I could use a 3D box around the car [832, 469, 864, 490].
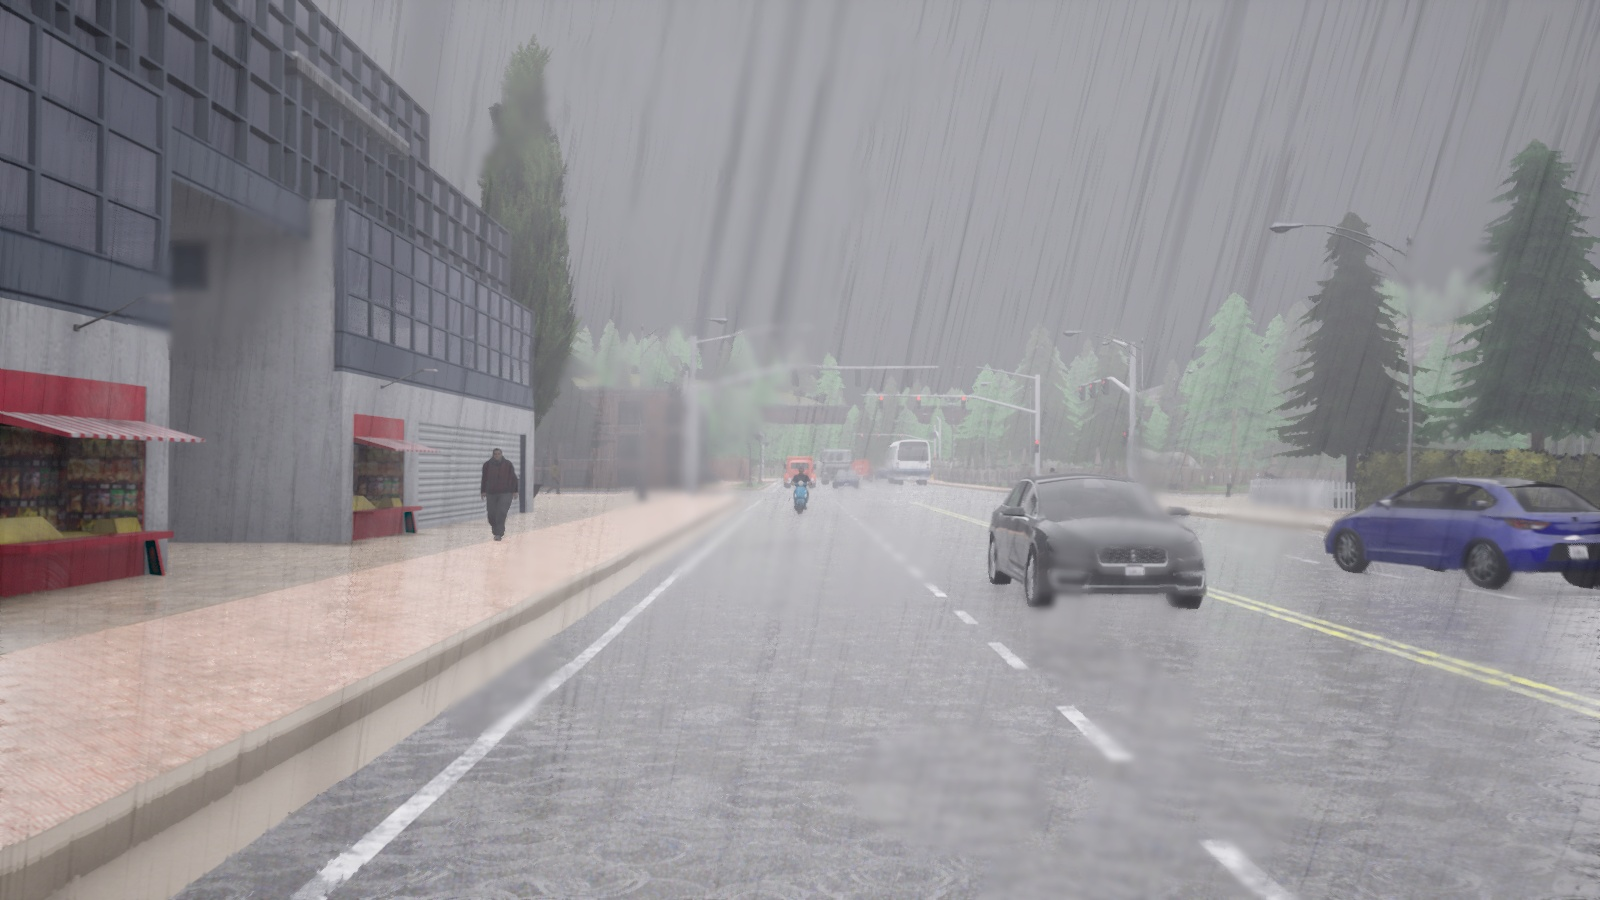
[{"bbox_3d":[3.513,2.135,92.506,2.163,1.488,4.792,0,-1,0],"label":"car"}]

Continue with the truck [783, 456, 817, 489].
[{"bbox_3d":[0.013,1.745,98.303,2.627,2.467,5.204,0,-1,0],"label":"truck"}]

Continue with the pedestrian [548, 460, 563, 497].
[{"bbox_3d":[-12.345,1.436,63.458,0.709,1.840,0.431,0,-1,-7],"label":"pedestrian"}]

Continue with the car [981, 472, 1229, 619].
[{"bbox_3d":[3.498,1.024,15.392,1.837,1.490,4.892,0,-1,0],"label":"car"}]

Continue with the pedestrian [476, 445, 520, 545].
[{"bbox_3d":[-5.681,0.834,23.656,0.634,1.844,0.899,0,-1,-2],"label":"pedestrian"}]

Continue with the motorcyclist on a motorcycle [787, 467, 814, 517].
[{"bbox_3d":[0.039,1.363,41.421,0.866,1.590,1.817,0,-1,1],"label":"motorcyclist on a motorcycle"}]

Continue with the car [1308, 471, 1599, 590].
[{"bbox_3d":[9.402,1.048,18.042,1.816,1.474,4.193,0,-1,-13],"label":"car"}]
